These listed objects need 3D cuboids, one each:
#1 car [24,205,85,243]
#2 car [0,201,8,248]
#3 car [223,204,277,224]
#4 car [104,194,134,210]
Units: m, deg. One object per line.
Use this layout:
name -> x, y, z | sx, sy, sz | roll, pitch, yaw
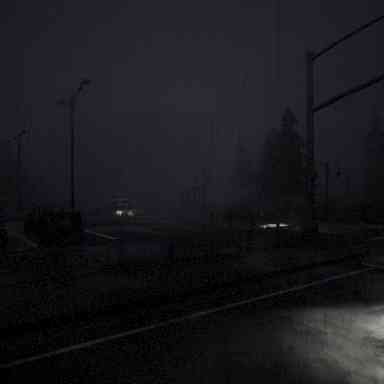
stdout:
car -> -6.392, 1.340, 15.297 | 2.007, 1.523, 4.514 | 0, 0, -36
car -> -8.901, 1.331, 13.414 | 2.152, 1.636, 5.027 | 0, 0, -36
car -> 4.237, 1.564, 24.645 | 1.994, 1.385, 4.181 | 0, 0, -36
car -> -9.650, 1.223, 43.508 | 2.150, 2.045, 5.566 | 0, 0, -36
